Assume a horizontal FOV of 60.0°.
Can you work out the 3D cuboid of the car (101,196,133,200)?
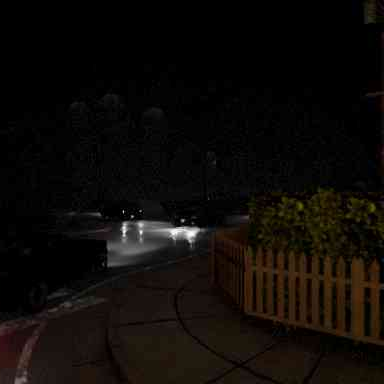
[{"bbox_3d":[-7.850,1.465,37.843,1.882,1.535,5.008,0,0,18],"label":"car"}]

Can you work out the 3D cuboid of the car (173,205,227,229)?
[{"bbox_3d":[0.585,1.558,21.846,1.994,1.385,4.181,0,0,35],"label":"car"}]

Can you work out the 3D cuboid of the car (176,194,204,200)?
[{"bbox_3d":[-0.540,1.464,50.527,1.882,1.535,5.008,0,0,34],"label":"car"}]

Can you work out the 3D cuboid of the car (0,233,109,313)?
[{"bbox_3d":[-3.573,1.598,7.652,1.895,1.301,4.718,0,0,7],"label":"car"}]

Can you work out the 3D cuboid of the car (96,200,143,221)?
[{"bbox_3d":[-5.964,1.592,27.592,1.895,1.301,4.718,0,0,-37],"label":"car"}]

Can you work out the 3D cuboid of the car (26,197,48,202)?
[{"bbox_3d":[-22.884,1.485,49.217,4.193,1.474,1.816,0,0,35],"label":"car"}]

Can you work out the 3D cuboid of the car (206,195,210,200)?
[{"bbox_3d":[0.967,1.294,61.565,4.605,1.855,1.932,0,0,35],"label":"car"}]

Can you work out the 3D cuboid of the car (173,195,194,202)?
[{"bbox_3d":[-2.036,1.458,80.620,4.611,1.667,2.242,0,0,35],"label":"car"}]

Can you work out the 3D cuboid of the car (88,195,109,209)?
[{"bbox_3d":[-11.599,1.506,42.925,3.905,1.438,1.784,0,0,35],"label":"car"}]
